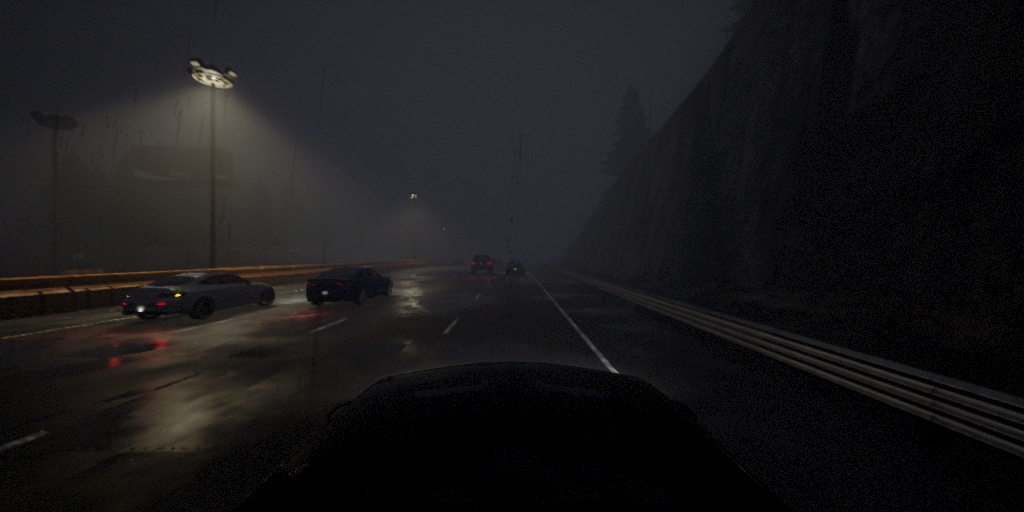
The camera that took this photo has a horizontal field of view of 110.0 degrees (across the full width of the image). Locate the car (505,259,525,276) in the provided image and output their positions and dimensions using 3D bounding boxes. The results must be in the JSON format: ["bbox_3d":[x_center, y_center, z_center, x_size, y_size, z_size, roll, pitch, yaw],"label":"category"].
[{"bbox_3d":[0.350,1.255,36.913,1.994,1.385,4.181,0,0,0],"label":"car"}]

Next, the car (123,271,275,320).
[{"bbox_3d":[-10.357,1.249,12.330,1.812,1.442,4.674,0,0,0],"label":"car"}]

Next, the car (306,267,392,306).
[{"bbox_3d":[-6.835,1.198,15.612,1.882,1.535,5.008,0,0,0],"label":"car"}]

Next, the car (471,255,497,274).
[{"bbox_3d":[-3.124,0.903,39.146,2.150,2.045,5.566,0,0,0],"label":"car"}]
